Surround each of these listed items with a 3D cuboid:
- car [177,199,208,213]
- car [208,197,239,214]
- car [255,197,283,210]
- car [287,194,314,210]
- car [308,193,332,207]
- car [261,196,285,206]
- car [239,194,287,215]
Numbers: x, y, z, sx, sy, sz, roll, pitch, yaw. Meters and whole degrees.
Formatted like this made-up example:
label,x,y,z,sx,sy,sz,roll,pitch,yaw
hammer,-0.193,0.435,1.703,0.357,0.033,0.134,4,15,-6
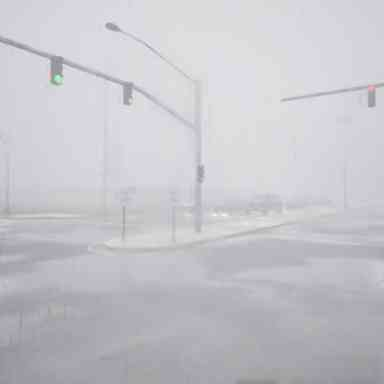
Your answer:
label,x,y,z,sx,sy,sz,roll,pitch,yaw
car,0.310,1.459,35.839,1.812,1.442,4.674,0,0,37
car,3.927,1.508,34.841,1.994,1.385,4.181,0,0,36
car,10.075,1.449,43.261,1.837,1.490,4.892,0,0,36
car,13.259,1.432,41.692,1.882,1.535,5.008,0,0,36
car,19.536,1.306,50.274,2.097,1.767,4.553,0,0,36
car,13.001,1.410,53.181,1.882,1.535,5.008,0,0,37
car,7.238,1.177,33.441,2.150,2.045,5.566,0,0,36
